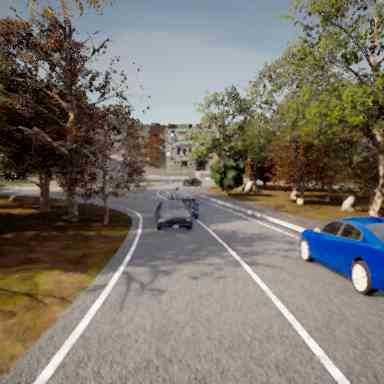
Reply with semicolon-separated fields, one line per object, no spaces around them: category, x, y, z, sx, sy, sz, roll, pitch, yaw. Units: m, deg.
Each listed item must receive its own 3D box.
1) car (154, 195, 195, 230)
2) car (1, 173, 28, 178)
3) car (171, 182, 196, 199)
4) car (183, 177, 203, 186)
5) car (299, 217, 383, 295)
car;-1.118;1.190;18.718;2.033;1.411;5.357;-1;2;-7
car;-36.506;-3.247;69.050;2.033;1.411;5.357;2;5;16
car;-0.987;0.108;35.579;1.812;1.442;4.674;-1;5;-14
car;0.188;-1.727;54.769;1.837;1.490;4.892;2;6;25
car;4.392;1.366;8.512;1.882;1.535;5.008;0;1;-3
